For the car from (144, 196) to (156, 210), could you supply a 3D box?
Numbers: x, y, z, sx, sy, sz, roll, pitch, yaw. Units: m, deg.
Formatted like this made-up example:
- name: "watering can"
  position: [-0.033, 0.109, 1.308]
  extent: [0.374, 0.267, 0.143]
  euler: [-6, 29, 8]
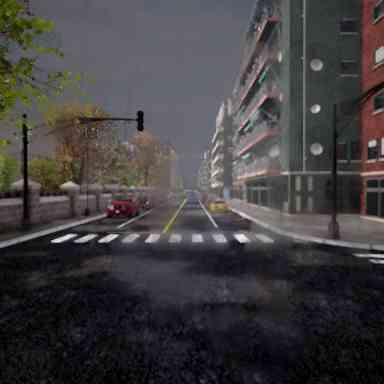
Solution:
- name: "car"
  position: [-5.680, 1.239, 38.980]
  extent: [1.967, 1.590, 4.097]
  euler: [0, 0, 0]

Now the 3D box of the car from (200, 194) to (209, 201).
- name: "car"
  position: [2.712, 1.189, 72.189]
  extent: [1.887, 1.381, 4.507]
  euler: [0, 0, 0]

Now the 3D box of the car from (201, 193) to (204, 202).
- name: "car"
  position: [2.710, 1.214, 66.654]
  extent: [1.887, 1.381, 4.507]
  euler: [0, 0, 0]

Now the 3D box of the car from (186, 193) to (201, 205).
- name: "car"
  position: [0.022, 1.279, 53.219]
  extent: [2.033, 1.411, 5.357]
  euler: [0, 0, 0]

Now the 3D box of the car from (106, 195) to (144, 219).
- name: "car"
  position: [-5.684, 1.168, 27.909]
  extent: [2.192, 1.841, 5.009]
  euler: [0, 0, 0]

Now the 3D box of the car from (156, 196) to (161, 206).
- name: "car"
  position: [-5.678, 1.318, 44.516]
  extent: [1.887, 1.381, 4.507]
  euler: [0, 0, 0]

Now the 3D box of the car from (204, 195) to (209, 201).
- name: "car"
  position: [2.701, 1.344, 38.978]
  extent: [1.887, 1.381, 4.507]
  euler: [0, 0, 0]

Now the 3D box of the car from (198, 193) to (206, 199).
- name: "car"
  position: [2.717, 1.013, 88.794]
  extent: [1.967, 1.590, 4.097]
  euler: [0, 0, 0]

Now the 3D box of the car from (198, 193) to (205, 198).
- name: "car"
  position: [2.719, 1.115, 94.330]
  extent: [1.947, 1.339, 4.313]
  euler: [0, 0, 0]

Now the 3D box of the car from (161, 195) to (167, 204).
- name: "car"
  position: [-5.674, 1.303, 55.586]
  extent: [1.802, 1.307, 4.206]
  euler: [0, 0, 0]

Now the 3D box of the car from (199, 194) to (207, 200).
- name: "car"
  position: [2.716, 1.162, 83.260]
  extent: [1.947, 1.339, 4.313]
  euler: [0, 0, 0]

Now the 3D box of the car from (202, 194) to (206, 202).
- name: "car"
  position: [2.703, 1.323, 44.514]
  extent: [2.008, 1.369, 4.403]
  euler: [0, 0, 0]

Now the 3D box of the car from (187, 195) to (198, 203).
- name: "car"
  position: [0.024, 1.247, 63.630]
  extent: [1.994, 1.385, 4.181]
  euler: [0, 0, 0]

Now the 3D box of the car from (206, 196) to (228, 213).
- name: "car"
  position: [2.699, 1.350, 33.613]
  extent: [1.752, 1.417, 4.829]
  euler: [0, 0, 0]

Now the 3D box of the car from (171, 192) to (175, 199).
- name: "car"
  position: [-5.667, 1.147, 77.556]
  extent: [1.752, 1.417, 4.829]
  euler: [0, 0, 0]

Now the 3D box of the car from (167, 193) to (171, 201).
- name: "car"
  position: [-5.670, 1.252, 66.656]
  extent: [1.802, 1.307, 4.206]
  euler: [0, 0, 0]
